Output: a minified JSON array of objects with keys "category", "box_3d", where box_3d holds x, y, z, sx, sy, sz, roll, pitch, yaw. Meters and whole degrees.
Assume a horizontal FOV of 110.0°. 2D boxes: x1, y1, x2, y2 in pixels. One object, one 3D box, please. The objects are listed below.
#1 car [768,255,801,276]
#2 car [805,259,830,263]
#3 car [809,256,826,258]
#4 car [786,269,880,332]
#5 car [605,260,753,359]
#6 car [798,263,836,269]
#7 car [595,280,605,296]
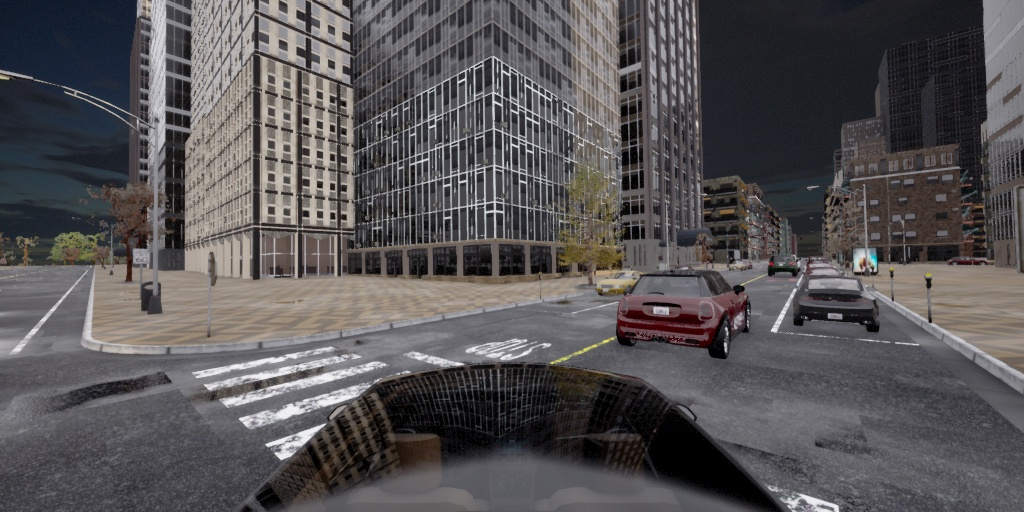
[{"category":"car","box_3d":[26.387,0.899,34.911,2.150,2.045,5.566,-2,-1,40]},{"category":"car","box_3d":[23.517,1.169,27.378,1.888,1.381,4.507,0,0,40]},{"category":"car","box_3d":[34.236,0.906,40.155,2.192,1.841,5.009,0,0,40]},{"category":"car","box_3d":[9.224,1.218,10.342,2.007,1.370,4.403,0,0,40]},{"category":"car","box_3d":[4.313,1.098,8.709,2.097,1.767,4.553,-2,-1,40]},{"category":"car","box_3d":[16.370,1.227,18.860,1.802,1.307,4.207,0,0,40]},{"category":"car","box_3d":[6.270,1.397,19.855,1.751,1.417,4.829,0,0,40]}]
